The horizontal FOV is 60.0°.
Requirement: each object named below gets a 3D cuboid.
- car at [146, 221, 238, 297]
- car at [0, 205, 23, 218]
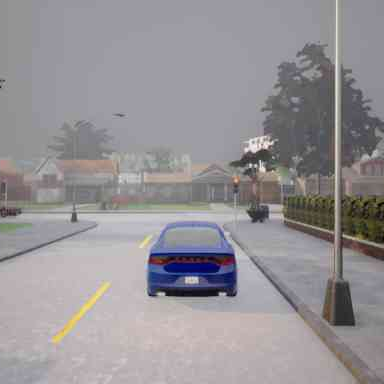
[{"bbox_3d":[0.014,1.478,8.624,1.882,1.535,5.008,0,0,0],"label":"car"},{"bbox_3d":[-17.431,1.601,29.009,4.718,1.301,1.895,0,0,0],"label":"car"}]
